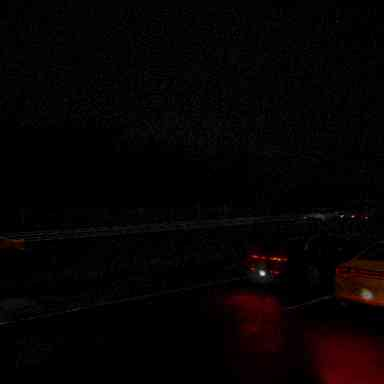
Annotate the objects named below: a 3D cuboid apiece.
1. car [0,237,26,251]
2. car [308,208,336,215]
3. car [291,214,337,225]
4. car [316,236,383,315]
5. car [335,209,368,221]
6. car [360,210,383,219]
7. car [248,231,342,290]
[{"bbox_3d":[-13.178,3.553,20.749,5.008,1.535,1.882,-1,-4,-33],"label":"car"},{"bbox_3d":[17.221,3.229,44.284,5.566,2.045,2.150,0,-5,-32],"label":"car"},{"bbox_3d":[9.161,2.839,26.718,4.674,1.442,1.812,-1,-4,-32],"label":"car"},{"bbox_3d":[5.312,1.730,7.484,5.008,1.535,1.882,-1,-4,-33],"label":"car"},{"bbox_3d":[21.042,3.035,42.572,4.553,1.767,2.097,-1,-4,-32],"label":"car"},{"bbox_3d":[22.543,3.000,39.378,4.718,1.301,1.895,-1,-4,-32],"label":"car"},{"bbox_3d":[4.040,2.042,10.808,4.892,1.490,1.837,-1,-4,-33],"label":"car"}]
